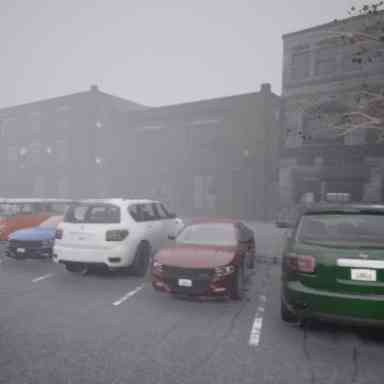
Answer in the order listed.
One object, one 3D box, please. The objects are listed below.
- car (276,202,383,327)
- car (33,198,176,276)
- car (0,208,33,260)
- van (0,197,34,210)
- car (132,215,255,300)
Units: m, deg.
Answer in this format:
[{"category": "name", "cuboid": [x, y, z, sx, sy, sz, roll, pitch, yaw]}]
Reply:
[{"category": "car", "cuboid": [2.992, 1.230, 6.996, 2.435, 2.045, 5.566, 0, -1, 16]}, {"category": "car", "cuboid": [-1.897, 1.225, 10.488, 2.435, 2.045, 5.566, 0, -1, 15]}, {"category": "car", "cuboid": [-4.346, 1.473, 12.207, 2.097, 1.535, 5.008, 1, -1, 16]}, {"category": "van", "cuboid": [-6.821, 1.243, 13.841, 1.878, 1.987, 4.442, 1, -1, 15]}, {"category": "car", "cuboid": [0.545, 1.478, 8.714, 2.097, 1.535, 5.008, 1, -1, 16]}]
